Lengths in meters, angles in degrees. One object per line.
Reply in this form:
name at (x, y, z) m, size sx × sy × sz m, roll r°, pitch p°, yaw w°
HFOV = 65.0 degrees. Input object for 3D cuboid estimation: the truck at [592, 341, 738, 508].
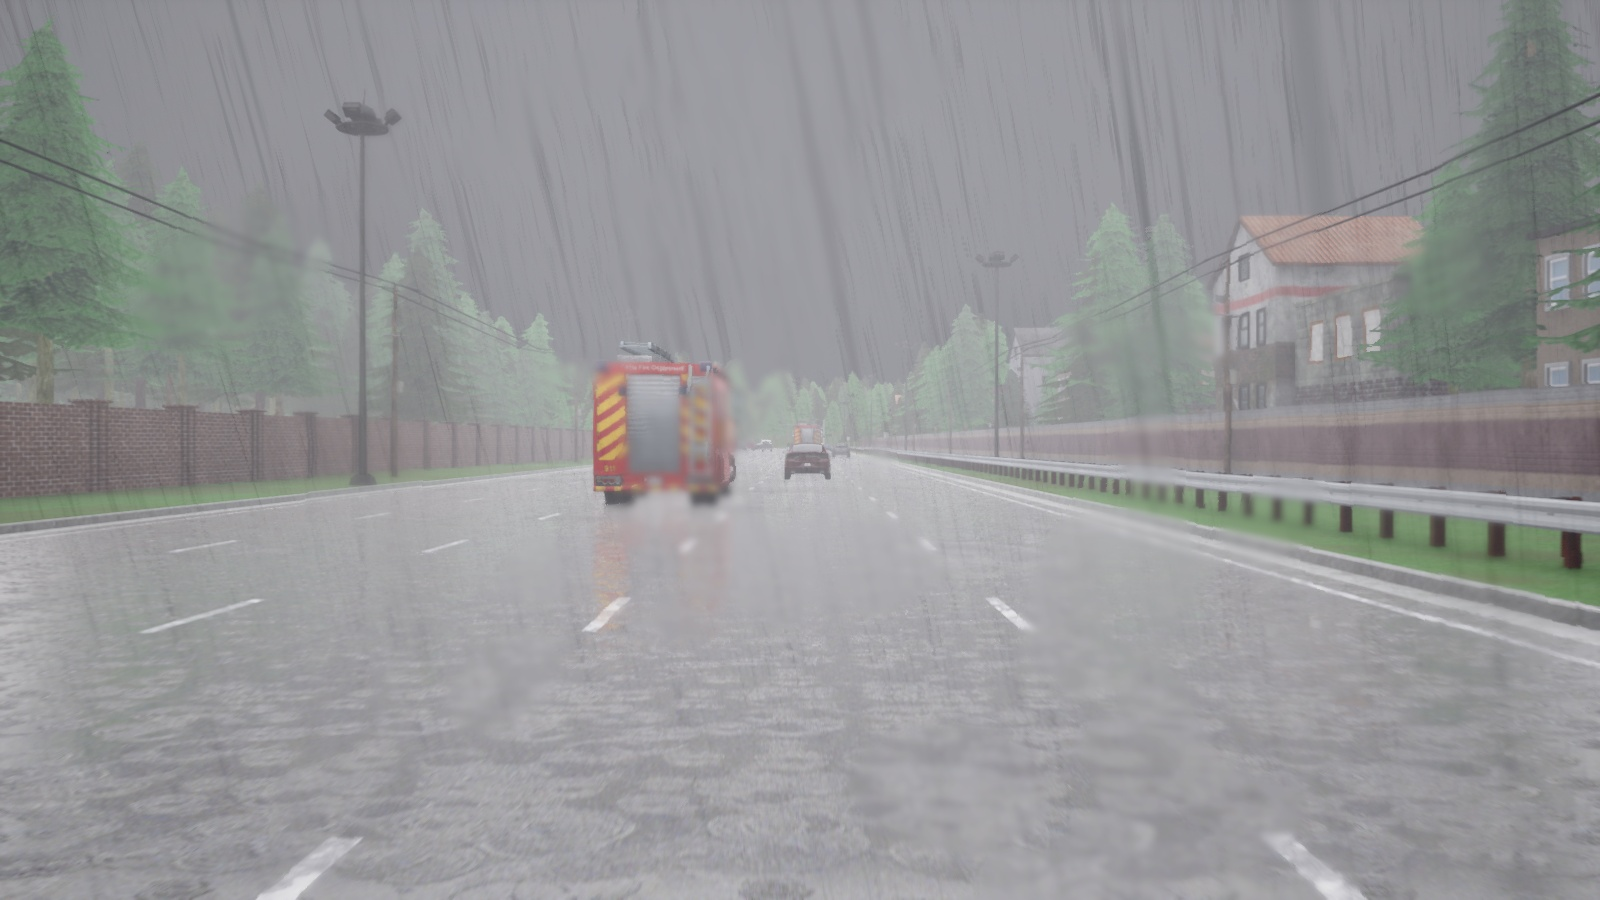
truck at (-3.296, -0.607, 32.997) m, size 2.891 × 3.827 × 8.468 m, roll 0°, pitch 0°, yaw 0°

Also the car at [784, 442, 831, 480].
car at (0.319, 0.425, 53.133) m, size 1.882 × 1.535 × 5.008 m, roll 0°, pitch 0°, yaw 0°
